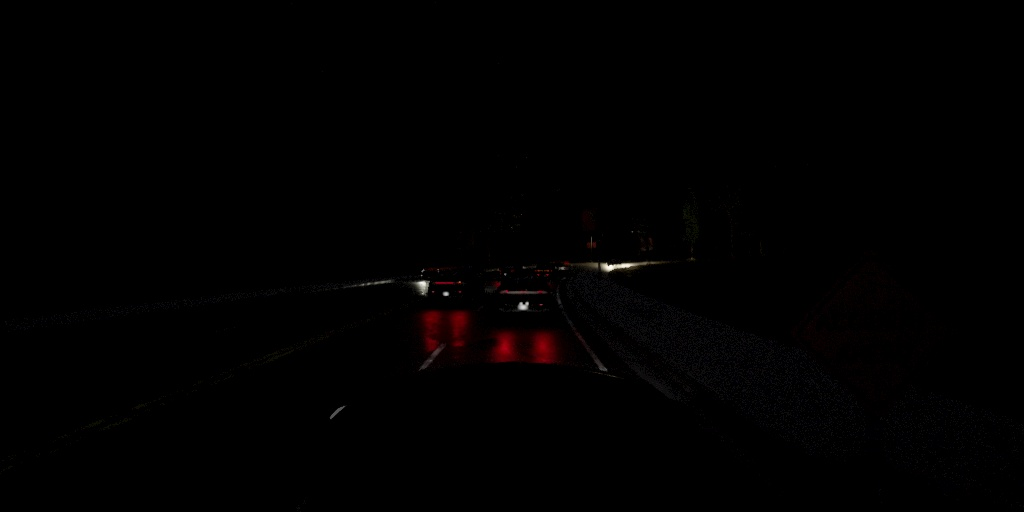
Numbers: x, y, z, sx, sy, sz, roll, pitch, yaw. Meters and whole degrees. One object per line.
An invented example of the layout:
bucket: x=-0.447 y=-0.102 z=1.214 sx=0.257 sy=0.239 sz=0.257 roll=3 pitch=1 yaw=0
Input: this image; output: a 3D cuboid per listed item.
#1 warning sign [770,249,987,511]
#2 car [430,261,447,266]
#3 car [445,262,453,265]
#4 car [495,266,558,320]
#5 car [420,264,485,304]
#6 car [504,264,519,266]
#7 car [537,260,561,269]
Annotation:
warning sign: x=2.851 y=0.873 z=2.801 sx=1.300 sy=1.860 sz=1.060 roll=0 pitch=0 yaw=0
car: x=-6.774 y=1.302 z=33.600 sx=2.097 sy=1.767 sz=4.553 roll=0 pitch=0 yaw=12
car: x=-3.833 y=1.475 z=32.074 sx=2.033 sy=1.411 sz=5.357 roll=0 pitch=0 yaw=11
car: x=0.473 y=1.309 z=13.051 sx=2.128 sy=1.511 sz=4.902 roll=0 pitch=0 yaw=3
car: x=-2.473 y=1.334 z=16.984 sx=2.128 sy=1.511 sz=4.902 roll=0 pitch=0 yaw=5
car: x=-0.032 y=1.440 z=33.249 sx=1.812 sy=1.442 sz=4.674 roll=0 pitch=0 yaw=12
car: x=3.053 y=1.398 z=32.126 sx=1.837 sy=1.490 sz=4.892 roll=-1 pitch=0 yaw=11
